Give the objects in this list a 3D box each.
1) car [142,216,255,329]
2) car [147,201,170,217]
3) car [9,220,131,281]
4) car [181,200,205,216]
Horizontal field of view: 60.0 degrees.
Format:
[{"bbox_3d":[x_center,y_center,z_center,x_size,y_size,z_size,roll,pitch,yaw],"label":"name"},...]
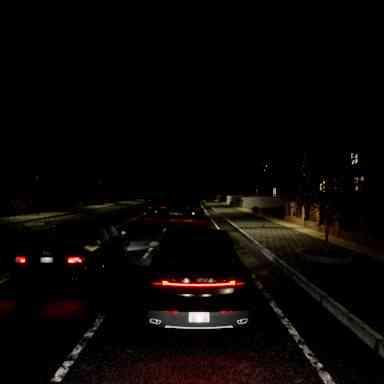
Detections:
[{"bbox_3d":[0.099,1.507,7.076,1.837,1.490,4.892,0,0,0],"label":"car"},{"bbox_3d":[-3.160,1.539,31.494,1.812,1.442,4.674,0,0,0],"label":"car"},{"bbox_3d":[-3.191,1.550,9.851,2.033,1.411,5.357,0,0,0],"label":"car"},{"bbox_3d":[0.100,1.517,29.787,1.837,1.490,4.892,0,0,0],"label":"car"}]
